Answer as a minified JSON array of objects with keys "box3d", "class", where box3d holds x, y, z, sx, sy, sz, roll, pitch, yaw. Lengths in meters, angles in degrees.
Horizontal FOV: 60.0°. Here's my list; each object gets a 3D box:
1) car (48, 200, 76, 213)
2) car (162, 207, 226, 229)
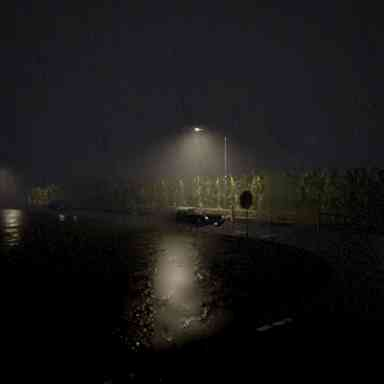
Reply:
[{"box3d":[-15.840,1.695,40.391,1.882,1.535,5.008,2,-2,-43],"class":"car"},{"box3d":[0.073,1.709,22.655,1.895,1.301,4.718,1,-1,-41],"class":"car"}]
